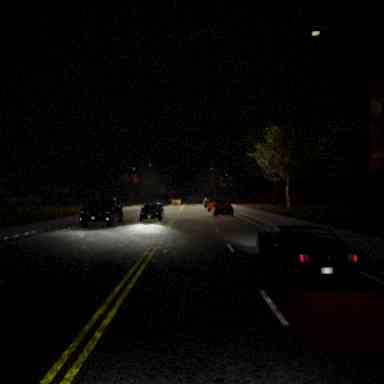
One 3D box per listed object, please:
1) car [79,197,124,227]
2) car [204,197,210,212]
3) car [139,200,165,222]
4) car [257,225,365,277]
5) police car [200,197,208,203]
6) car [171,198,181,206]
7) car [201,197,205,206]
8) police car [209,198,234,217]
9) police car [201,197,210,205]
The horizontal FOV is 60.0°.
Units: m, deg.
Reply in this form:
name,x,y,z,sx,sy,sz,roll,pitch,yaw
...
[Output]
name,x,y,z,sx,sy,sz,roll,pitch,yaw
car,-6.634,1.406,25.046,2.150,2.045,5.566,0,-1,0
car,3.188,1.720,45.603,2.097,1.767,4.553,0,-1,0
car,-3.387,1.708,28.789,2.128,1.511,4.902,0,0,0
car,3.335,1.670,10.423,1.895,1.301,4.718,0,0,0
police car,3.128,2.213,89.747,1.930,1.638,5.238,0,-1,0
car,-3.346,2.070,70.637,1.882,1.535,5.008,0,-1,0
car,3.173,1.822,56.604,2.097,1.767,4.553,0,-1,0
police car,3.203,1.694,34.741,1.930,1.638,5.238,0,-1,0
police car,3.143,2.106,78.746,1.930,1.638,5.238,0,-1,0
